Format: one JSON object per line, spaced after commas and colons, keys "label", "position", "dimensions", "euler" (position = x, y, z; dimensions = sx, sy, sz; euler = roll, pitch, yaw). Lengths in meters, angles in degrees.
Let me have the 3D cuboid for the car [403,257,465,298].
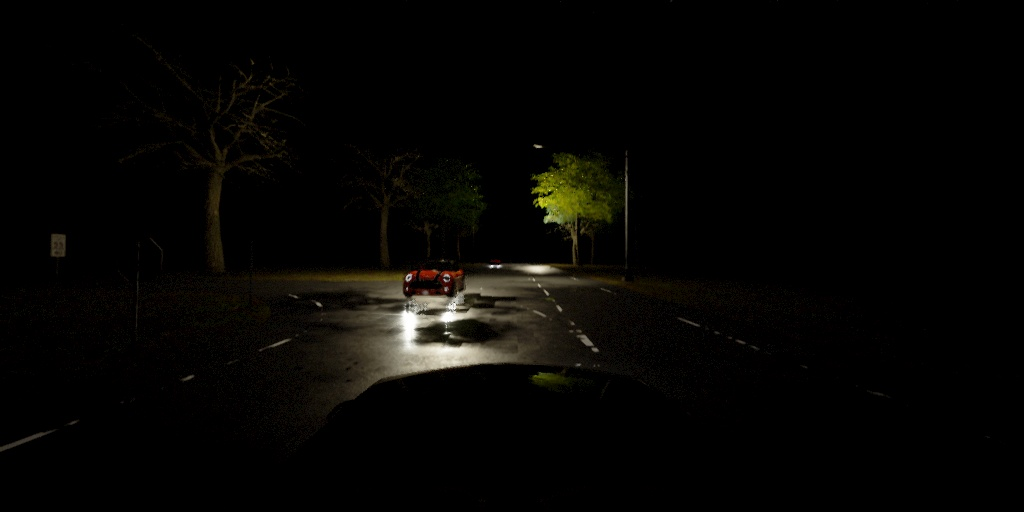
{"label": "car", "position": [-3.479, 0.916, 16.712], "dimensions": [2.097, 1.767, 4.553], "euler": [1, 0, 0]}
